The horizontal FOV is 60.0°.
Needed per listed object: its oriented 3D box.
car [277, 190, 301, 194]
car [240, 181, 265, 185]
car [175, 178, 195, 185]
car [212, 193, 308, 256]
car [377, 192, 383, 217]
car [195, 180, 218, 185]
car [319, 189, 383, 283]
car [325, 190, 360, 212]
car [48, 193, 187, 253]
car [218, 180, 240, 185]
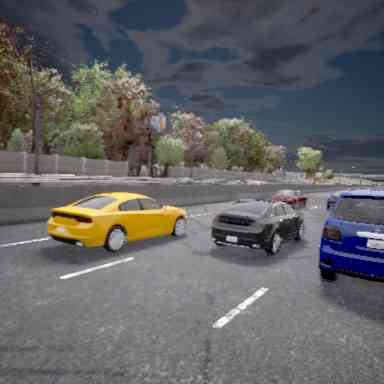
[{"bbox_3d":[7.687,0.504,26.073,1.895,1.301,4.718,5,4,32],"label":"car"},{"bbox_3d":[9.270,-0.772,48.565,1.882,1.535,5.008,5,3,32],"label":"car"},{"bbox_3d":[-0.800,-1.396,52.229,1.812,1.442,4.674,5,3,32],"label":"car"},{"bbox_3d":[2.391,0.980,11.092,1.837,1.490,4.892,5,4,32],"label":"car"},{"bbox_3d":[14.339,0.858,23.523,1.837,1.490,4.892,5,4,32],"label":"car"},{"bbox_3d":[3.177,-1.174,51.995,2.033,1.411,5.357,5,4,33],"label":"car"},{"bbox_3d":[4.699,0.964,8.168,2.150,2.045,5.566,5,4,32],"label":"car"},{"bbox_3d":[11.967,0.616,26.316,1.812,1.442,4.674,5,4,32],"label":"car"},{"bbox_3d":[-2.027,0.772,10.625,1.882,1.535,5.008,5,4,32],"label":"car"},{"bbox_3d":[6.544,-1.006,50.786,2.128,1.511,4.902,5,4,32],"label":"car"}]
